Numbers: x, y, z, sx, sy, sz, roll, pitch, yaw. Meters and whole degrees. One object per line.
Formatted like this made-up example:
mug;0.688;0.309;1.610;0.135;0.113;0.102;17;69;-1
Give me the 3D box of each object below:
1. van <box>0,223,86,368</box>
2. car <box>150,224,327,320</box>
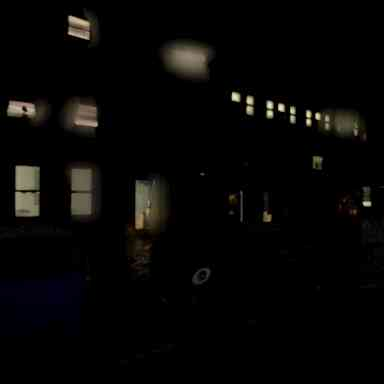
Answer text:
van;-3.395;1.336;4.143;3.998;1.788;1.690;1;-1;-36
car;1.100;1.494;7.351;4.097;1.590;1.967;1;-1;-36
